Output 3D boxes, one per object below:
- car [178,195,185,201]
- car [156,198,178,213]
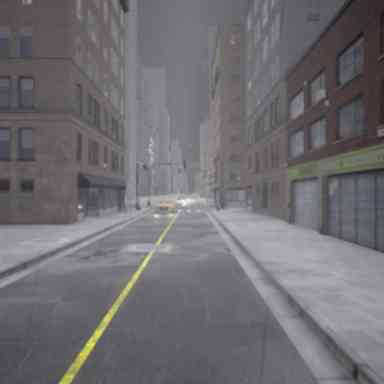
[{"bbox_3d":[-3.008,1.652,91.658,2.128,1.511,4.902,0,0,0],"label":"car"},{"bbox_3d":[-3.003,1.546,37.958,1.882,1.535,5.008,0,0,0],"label":"car"}]
